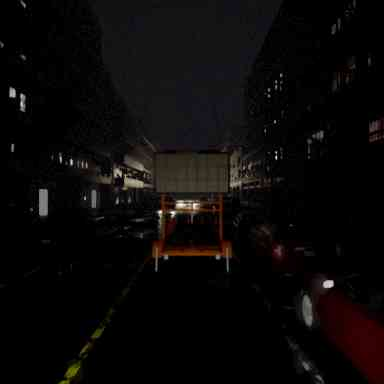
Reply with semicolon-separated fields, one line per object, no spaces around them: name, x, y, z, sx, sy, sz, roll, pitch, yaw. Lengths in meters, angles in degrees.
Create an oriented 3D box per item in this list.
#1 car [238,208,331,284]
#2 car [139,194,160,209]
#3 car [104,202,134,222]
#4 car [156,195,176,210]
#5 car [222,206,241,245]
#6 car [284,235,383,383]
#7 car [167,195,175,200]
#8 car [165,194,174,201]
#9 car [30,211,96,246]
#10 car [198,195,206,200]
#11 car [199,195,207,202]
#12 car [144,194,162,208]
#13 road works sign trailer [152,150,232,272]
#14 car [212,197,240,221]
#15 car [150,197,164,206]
car;2.694;1.436;9.559;1.967;1.590;4.097;0;0;0
car;-5.676;1.416;43.384;1.967;1.590;4.097;0;0;0
car;-5.681;1.513;26.304;1.752;1.417;4.829;0;0;0
car;-3.086;1.502;42.002;1.812;1.442;4.674;0;0;0
car;2.696;1.545;15.195;2.008;1.369;4.403;0;0;0
car;2.693;1.543;3.922;1.887;1.381;4.507;0;0;0
car;-5.662;1.483;88.475;1.887;1.381;4.507;0;0;0
car;-5.663;1.384;82.838;1.967;1.590;4.097;0;0;0
car;-5.685;1.560;15.201;1.947;1.339;4.313;0;0;0
car;2.719;1.483;88.468;1.887;1.381;4.507;0;0;0
car;2.715;1.474;77.366;1.752;1.417;4.829;0;0;0
car;-5.673;1.287;49.020;2.192;1.841;5.009;0;0;0
road works sign trailer;0.003;0.460;10.692;2.380;3.560;2.880;0;0;0
car;2.701;1.302;26.468;2.192;1.841;5.009;0;0;0
car;-5.673;1.550;54.657;1.802;1.307;4.206;0;0;0
